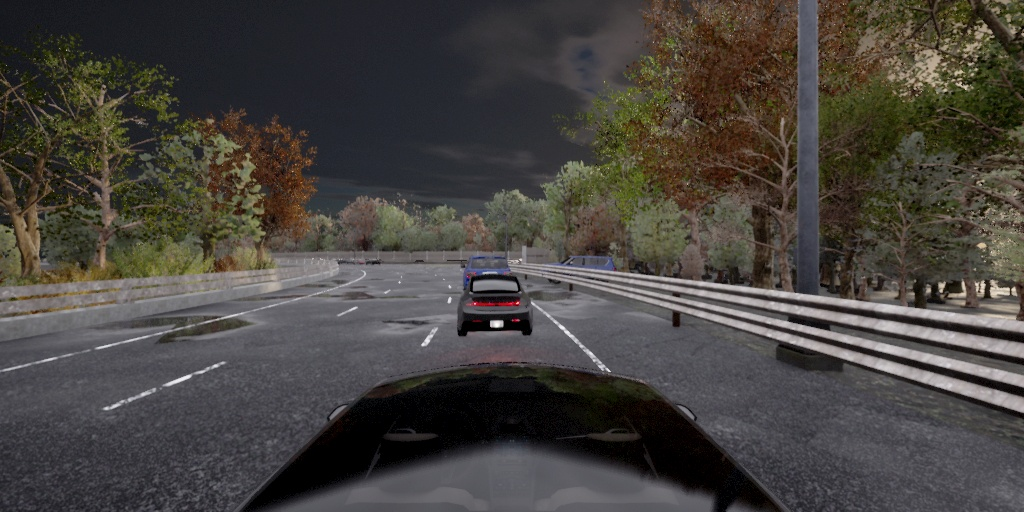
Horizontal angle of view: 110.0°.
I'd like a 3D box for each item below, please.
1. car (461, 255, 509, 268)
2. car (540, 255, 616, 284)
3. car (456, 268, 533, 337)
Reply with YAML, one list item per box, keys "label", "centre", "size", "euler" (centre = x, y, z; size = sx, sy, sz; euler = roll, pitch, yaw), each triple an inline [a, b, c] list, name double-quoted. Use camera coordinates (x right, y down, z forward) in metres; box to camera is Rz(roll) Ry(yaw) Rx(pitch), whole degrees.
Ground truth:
- label: "car"
  centre: [-1.322, 0.977, 17.831]
  size: [2.150, 2.045, 5.566]
  euler: [0, 0, -9]
- label: "car"
  centre: [4.821, 0.977, 26.146]
  size: [5.566, 2.045, 2.150]
  euler: [3, 1, -5]
- label: "car"
  centre: [-0.553, 1.258, 10.355]
  size: [1.837, 1.490, 4.892]
  euler: [0, 0, -5]
